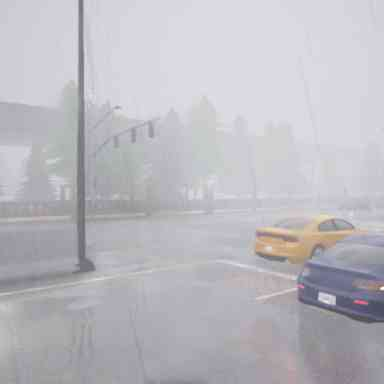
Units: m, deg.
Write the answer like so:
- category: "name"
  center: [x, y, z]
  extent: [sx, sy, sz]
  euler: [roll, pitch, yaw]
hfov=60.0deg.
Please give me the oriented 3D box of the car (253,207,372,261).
- category: "car"
  center: [4.255, 1.483, 11.100]
  extent: [5.008, 1.535, 1.882]
  euler: [0, 0, -35]

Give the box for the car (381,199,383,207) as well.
- category: "car"
  center: [24.635, 1.484, 38.837]
  extent: [4.902, 1.511, 2.128]
  euler: [0, 0, -37]

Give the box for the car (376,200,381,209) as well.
- category: "car"
  center: [26.346, 1.518, 44.325]
  extent: [4.674, 1.442, 1.812]
  euler: [0, 0, -35]

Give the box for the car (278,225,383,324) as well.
- category: "car"
  center: [4.026, 1.529, 6.637]
  extent: [4.674, 1.442, 1.812]
  euler: [0, 0, -35]

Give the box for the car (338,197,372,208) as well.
- category: "car"
  center: [19.173, 1.352, 39.212]
  extent: [4.553, 1.767, 2.097]
  euler: [0, 0, -36]
